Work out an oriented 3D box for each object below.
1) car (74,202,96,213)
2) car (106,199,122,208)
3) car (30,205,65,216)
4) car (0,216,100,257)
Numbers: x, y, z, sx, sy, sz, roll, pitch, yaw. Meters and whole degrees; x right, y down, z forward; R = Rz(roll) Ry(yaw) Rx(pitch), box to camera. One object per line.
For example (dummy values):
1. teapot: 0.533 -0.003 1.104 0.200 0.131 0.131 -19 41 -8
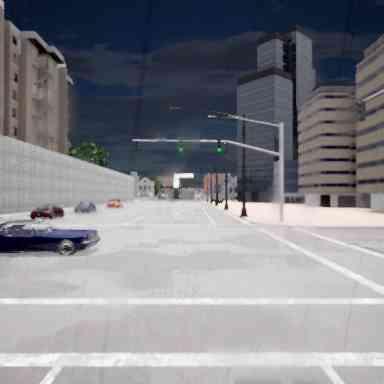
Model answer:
1. car: -14.049 2.013 44.047 1.812 1.442 4.674 0 -1 0
2. car: -13.992 2.014 59.960 2.097 1.767 4.553 0 -1 1
3. car: -14.062 1.924 32.518 1.994 1.385 4.181 0 -1 0
4. car: -6.137 1.769 13.053 4.718 1.301 1.895 0 -1 0
